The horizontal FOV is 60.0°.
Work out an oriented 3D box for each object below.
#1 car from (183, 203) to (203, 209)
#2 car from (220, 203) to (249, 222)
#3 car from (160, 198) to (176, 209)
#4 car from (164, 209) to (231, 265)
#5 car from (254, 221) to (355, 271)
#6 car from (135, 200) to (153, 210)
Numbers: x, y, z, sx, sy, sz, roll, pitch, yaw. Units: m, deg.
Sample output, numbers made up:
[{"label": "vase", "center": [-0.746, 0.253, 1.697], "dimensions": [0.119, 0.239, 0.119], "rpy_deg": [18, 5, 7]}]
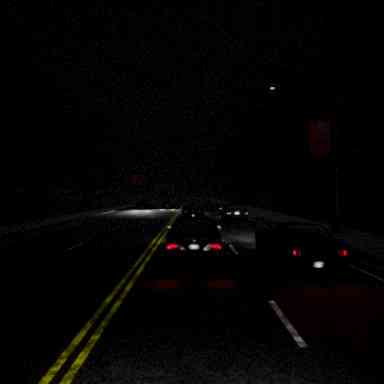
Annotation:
[{"label": "car", "center": [0.096, 1.652, 29.909], "dimensions": [1.895, 1.301, 4.718], "rpy_deg": [0, 0, 0]}, {"label": "car", "center": [3.331, 1.588, 26.688], "dimensions": [2.033, 1.411, 5.357], "rpy_deg": [0, 0, 0]}, {"label": "car", "center": [-3.316, 1.637, 47.152], "dimensions": [1.837, 1.490, 4.892], "rpy_deg": [0, -1, 0]}, {"label": "car", "center": [0.074, 1.559, 11.654], "dimensions": [2.033, 1.411, 5.357], "rpy_deg": [0, 0, 0]}, {"label": "car", "center": [3.318, 1.611, 10.895], "dimensions": [1.895, 1.301, 4.718], "rpy_deg": [0, 0, 0]}, {"label": "car", "center": [-6.572, 1.725, 45.935], "dimensions": [1.895, 1.301, 4.718], "rpy_deg": [0, 0, 0]}]
